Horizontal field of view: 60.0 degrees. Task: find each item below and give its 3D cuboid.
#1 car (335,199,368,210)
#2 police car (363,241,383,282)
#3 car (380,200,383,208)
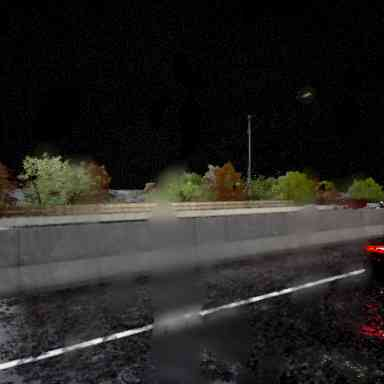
[{"bbox_3d":[18.241,1.487,37.955,4.674,1.442,1.812,0,0,-34],"label":"car"},{"bbox_3d":[6.522,1.492,8.474,4.974,1.542,2.038,0,0,-35],"label":"police car"},{"bbox_3d":[23.271,1.184,37.139,5.566,2.045,2.150,0,0,-34],"label":"car"}]
